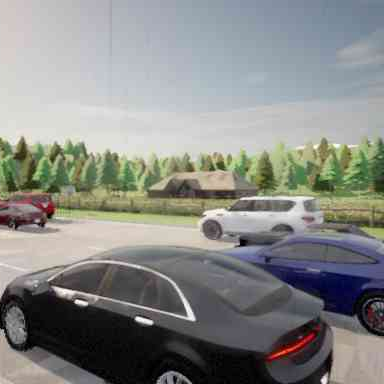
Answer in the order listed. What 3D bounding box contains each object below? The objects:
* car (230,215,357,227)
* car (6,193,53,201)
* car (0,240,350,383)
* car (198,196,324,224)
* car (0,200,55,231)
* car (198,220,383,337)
[{"bbox_3d":[3.728,1.590,9.932,4.718,1.301,1.895,0,0,36],"label":"car"},{"bbox_3d":[-13.072,1.120,26.223,5.566,2.045,2.150,0,0,36],"label":"car"},{"bbox_3d":[-0.732,1.492,4.514,4.892,1.490,1.837,0,0,36],"label":"car"},{"bbox_3d":[2.945,1.197,14.791,5.566,2.045,2.150,0,0,36],"label":"car"},{"bbox_3d":[-10.622,1.446,20.158,4.674,1.442,1.812,0,0,35],"label":"car"},{"bbox_3d":[2.379,1.518,6.595,4.674,1.442,1.812,0,0,36],"label":"car"}]
